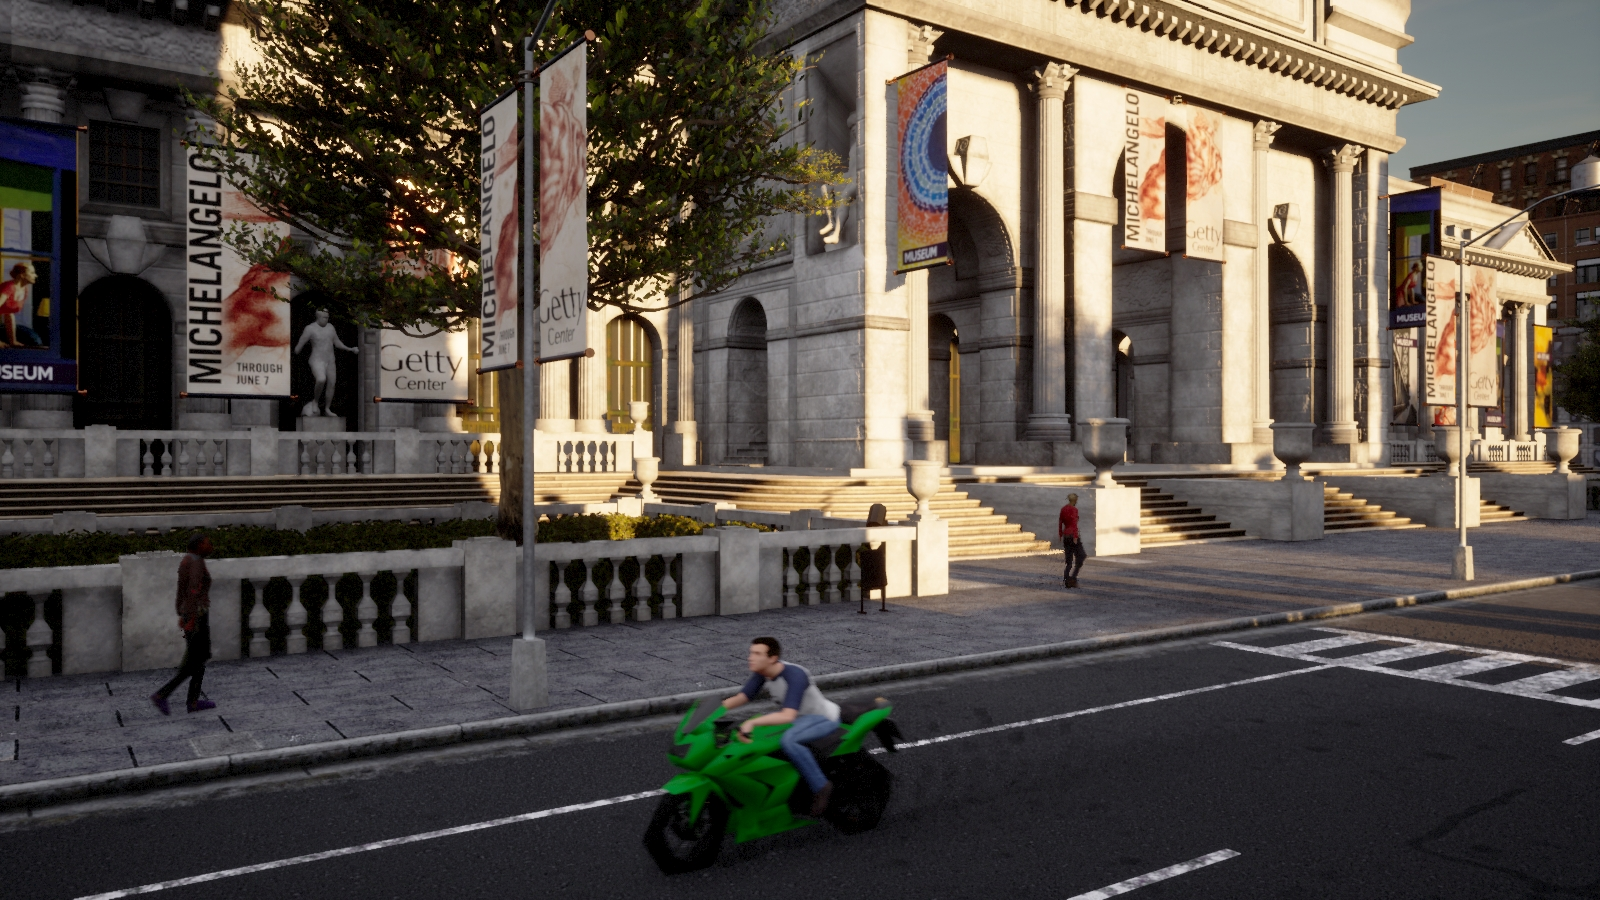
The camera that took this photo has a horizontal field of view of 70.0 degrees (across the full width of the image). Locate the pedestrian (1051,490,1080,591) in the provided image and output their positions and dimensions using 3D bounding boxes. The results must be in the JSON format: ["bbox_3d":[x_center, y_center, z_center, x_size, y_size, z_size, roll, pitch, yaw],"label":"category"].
[{"bbox_3d":[5.017,1.696,21.574,0.375,1.860,0.375,0,0,-31],"label":"pedestrian"}]

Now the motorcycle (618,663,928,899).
[{"bbox_3d":[-0.152,2.213,7.896,2.033,1.145,0.803,0,0,-34],"label":"motorcycle"}]

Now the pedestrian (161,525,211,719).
[{"bbox_3d":[-6.128,1.696,11.403,0.375,1.860,0.375,0,0,-41],"label":"pedestrian"}]
